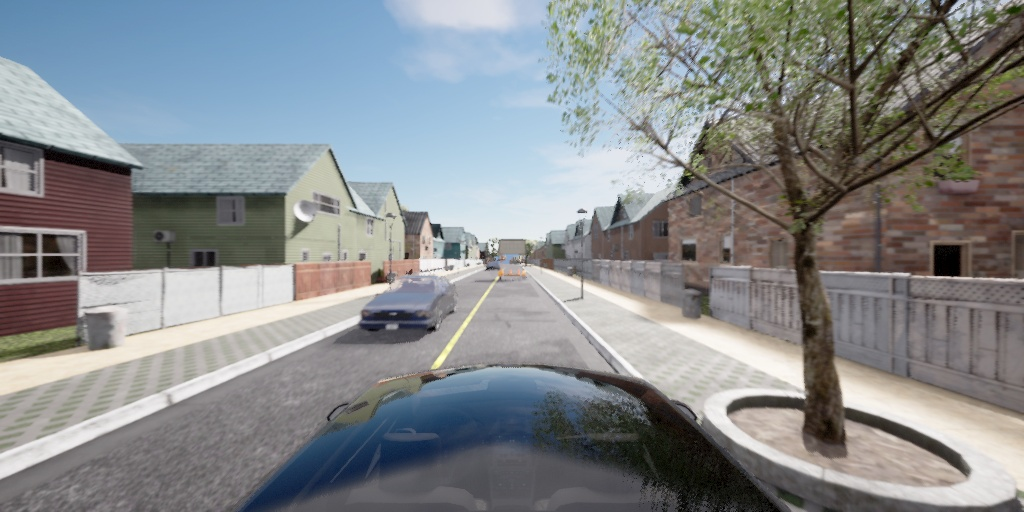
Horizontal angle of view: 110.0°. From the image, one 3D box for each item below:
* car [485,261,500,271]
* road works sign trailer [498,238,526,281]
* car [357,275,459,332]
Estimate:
[{"bbox_3d":[-2.807,1.460,53.002,1.994,1.385,4.181,0,0,0],"label":"car"},{"bbox_3d":[0.009,0.260,30.631,2.380,3.560,2.880,0,0,0],"label":"road works sign trailer"},{"bbox_3d":[-2.848,1.301,11.172,2.033,1.411,5.357,0,0,0],"label":"car"}]
